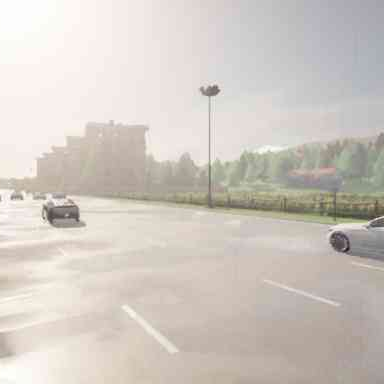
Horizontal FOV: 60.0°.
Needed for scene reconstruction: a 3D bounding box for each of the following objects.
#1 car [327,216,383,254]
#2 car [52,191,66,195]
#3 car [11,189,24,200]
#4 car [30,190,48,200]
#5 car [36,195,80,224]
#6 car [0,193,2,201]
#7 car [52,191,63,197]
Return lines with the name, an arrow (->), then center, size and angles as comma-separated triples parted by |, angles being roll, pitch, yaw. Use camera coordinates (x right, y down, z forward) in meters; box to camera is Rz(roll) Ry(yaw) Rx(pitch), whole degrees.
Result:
car -> 6.567, 1.369, 10.398 | 1.812, 1.442, 4.674 | -1, 1, -31
car -> -24.537, 0.720, 61.844 | 1.994, 1.385, 4.181 | -1, 1, -31
car -> -31.214, 0.725, 59.349 | 1.812, 1.442, 4.674 | -1, 1, -31
car -> -27.443, 0.788, 59.888 | 1.895, 1.301, 4.718 | -1, 1, -31
car -> -8.860, 1.185, 22.348 | 2.128, 1.511, 4.902 | -1, 1, -30
car -> -32.853, 0.611, 55.311 | 2.097, 1.767, 4.553 | -1, 1, -31
car -> -34.255, 0.402, 84.498 | 1.994, 1.385, 4.181 | -1, 1, -31
